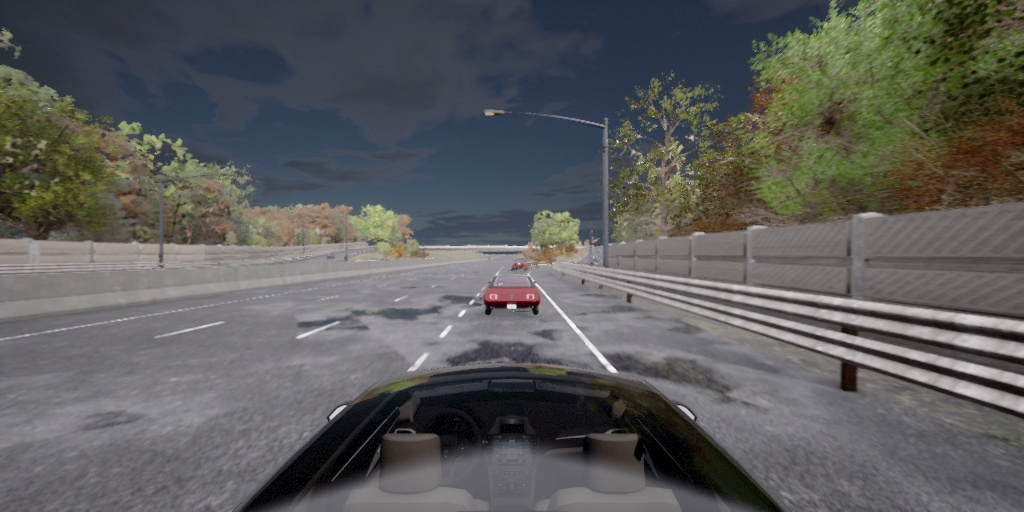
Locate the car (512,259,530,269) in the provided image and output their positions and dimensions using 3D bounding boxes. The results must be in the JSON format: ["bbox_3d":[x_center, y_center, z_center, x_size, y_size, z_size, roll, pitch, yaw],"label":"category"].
[{"bbox_3d":[1.302,1.161,50.387,2.097,1.767,4.553,0,-1,10],"label":"car"}]

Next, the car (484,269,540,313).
[{"bbox_3d":[0.000,1.360,13.918,1.895,1.301,4.718,0,0,0],"label":"car"}]
